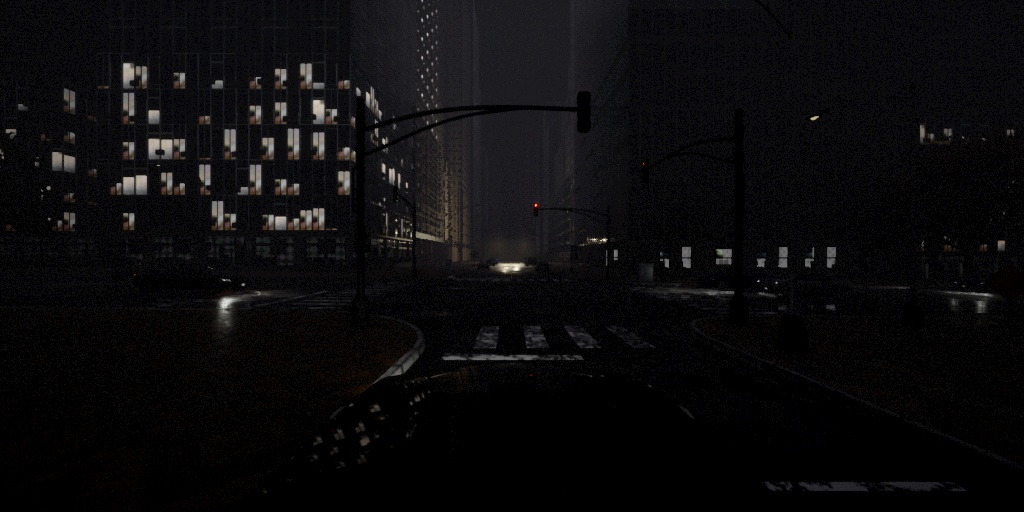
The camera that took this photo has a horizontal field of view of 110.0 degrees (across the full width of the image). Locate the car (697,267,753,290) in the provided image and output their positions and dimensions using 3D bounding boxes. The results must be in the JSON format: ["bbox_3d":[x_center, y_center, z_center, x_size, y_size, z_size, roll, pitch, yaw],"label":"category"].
[{"bbox_3d":[15.611,1.533,25.079,5.008,1.535,1.882,1,0,-3],"label":"car"}]

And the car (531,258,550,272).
[{"bbox_3d":[3.905,1.329,46.238,1.948,1.339,4.313,0,0,0],"label":"car"}]

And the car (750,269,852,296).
[{"bbox_3d":[17.670,1.694,21.921,4.718,1.301,1.895,1,0,-3],"label":"car"}]

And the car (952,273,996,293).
[{"bbox_3d":[34.926,1.927,25.977,4.674,1.442,1.812,1,0,-3],"label":"car"}]

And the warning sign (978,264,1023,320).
[{"bbox_3d":[17.269,1.204,12.442,1.060,1.860,1.300,0,0,-3],"label":"warning sign"}]

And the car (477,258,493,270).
[{"bbox_3d":[-4.051,1.342,51.726,1.802,1.307,4.207,0,0,0],"label":"car"}]

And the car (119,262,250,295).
[{"bbox_3d":[-15.065,1.025,16.935,4.674,1.442,1.812,1,0,-1],"label":"car"}]

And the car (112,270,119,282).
[{"bbox_3d":[-19.296,1.020,20.250,4.718,1.301,1.895,1,0,-4],"label":"car"}]
